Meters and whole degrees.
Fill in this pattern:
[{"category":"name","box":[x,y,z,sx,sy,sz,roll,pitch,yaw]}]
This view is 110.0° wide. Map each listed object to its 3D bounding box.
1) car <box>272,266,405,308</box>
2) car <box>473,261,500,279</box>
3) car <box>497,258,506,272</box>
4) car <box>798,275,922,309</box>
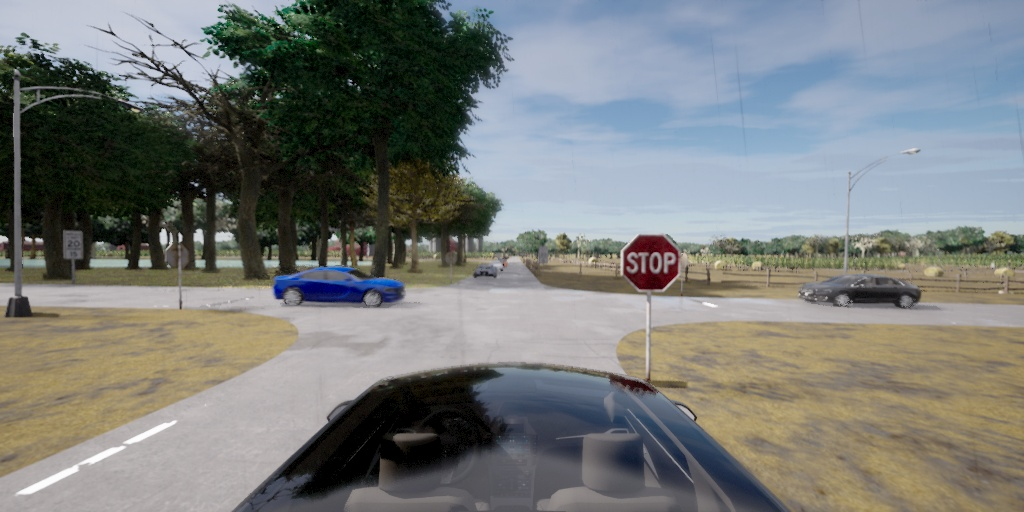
[{"category":"car","box":[-6.932,1.201,14.607,5.008,1.535,1.882,1,1,0]},{"category":"car","box":[-2.436,1.395,33.615,1.994,1.385,4.181,0,0,1]},{"category":"car","box":[-2.225,1.381,49.237,1.812,1.442,4.674,0,0,1]},{"category":"car","box":[16.632,1.649,17.277,4.892,1.490,1.837,1,1,0]}]
